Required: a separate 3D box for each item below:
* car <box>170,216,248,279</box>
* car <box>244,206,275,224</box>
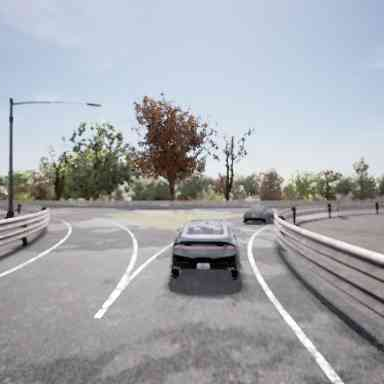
[{"bbox_3d":[0.493,1.602,10.478,2.128,1.511,4.902,0,-1,5],"label":"car"},{"bbox_3d":[5.848,1.858,28.281,1.994,1.385,4.181,0,-1,27],"label":"car"}]
